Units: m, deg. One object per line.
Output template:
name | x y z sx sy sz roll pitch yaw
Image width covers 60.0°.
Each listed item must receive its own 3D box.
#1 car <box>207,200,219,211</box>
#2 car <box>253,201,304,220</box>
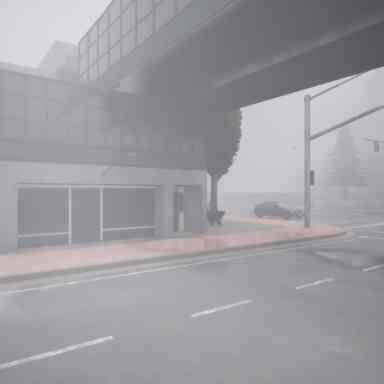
car | 0.990 1.492 37.182 2.128 1.511 4.902 0 0 -36
car | 7.300 1.526 28.418 1.812 1.442 4.674 0 0 -36
